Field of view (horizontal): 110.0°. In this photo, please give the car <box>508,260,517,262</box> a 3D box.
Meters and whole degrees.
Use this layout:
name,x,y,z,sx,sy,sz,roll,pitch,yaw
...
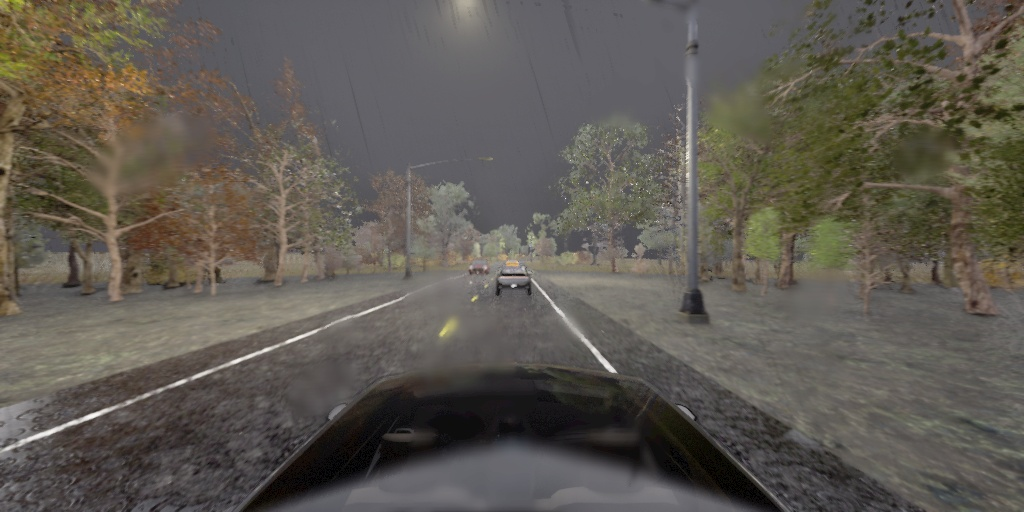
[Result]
name,x,y,z,sx,sy,sz,roll,pitch,yaw
car,0.076,1.348,55.879,1.882,1.535,5.008,0,0,0

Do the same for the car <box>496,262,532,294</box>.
name,x,y,z,sx,sy,sz,roll,pitch,yaw
car,0.091,1.284,20.359,2.128,1.511,4.902,0,0,0

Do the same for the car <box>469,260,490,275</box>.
name,x,y,z,sx,sy,sz,roll,pitch,yaw
car,-3.584,1.187,40.083,2.097,1.767,4.553,0,0,0
